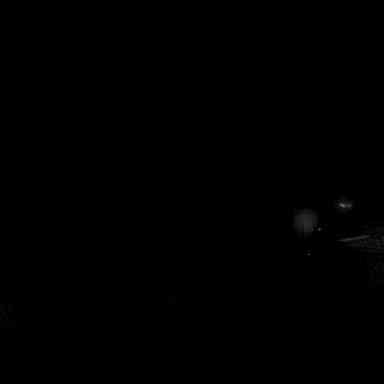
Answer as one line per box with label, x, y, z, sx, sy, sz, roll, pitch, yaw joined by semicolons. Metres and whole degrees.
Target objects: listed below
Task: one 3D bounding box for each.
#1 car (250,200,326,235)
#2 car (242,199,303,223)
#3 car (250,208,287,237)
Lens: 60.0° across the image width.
car;6.008;1.592;20.870;2.097;1.767;4.553;0;-1;-35
car;6.991;1.622;29.564;2.192;1.841;5.009;-1;0;-36
car;3.279;1.841;20.122;1.802;1.307;4.206;-1;0;-36
